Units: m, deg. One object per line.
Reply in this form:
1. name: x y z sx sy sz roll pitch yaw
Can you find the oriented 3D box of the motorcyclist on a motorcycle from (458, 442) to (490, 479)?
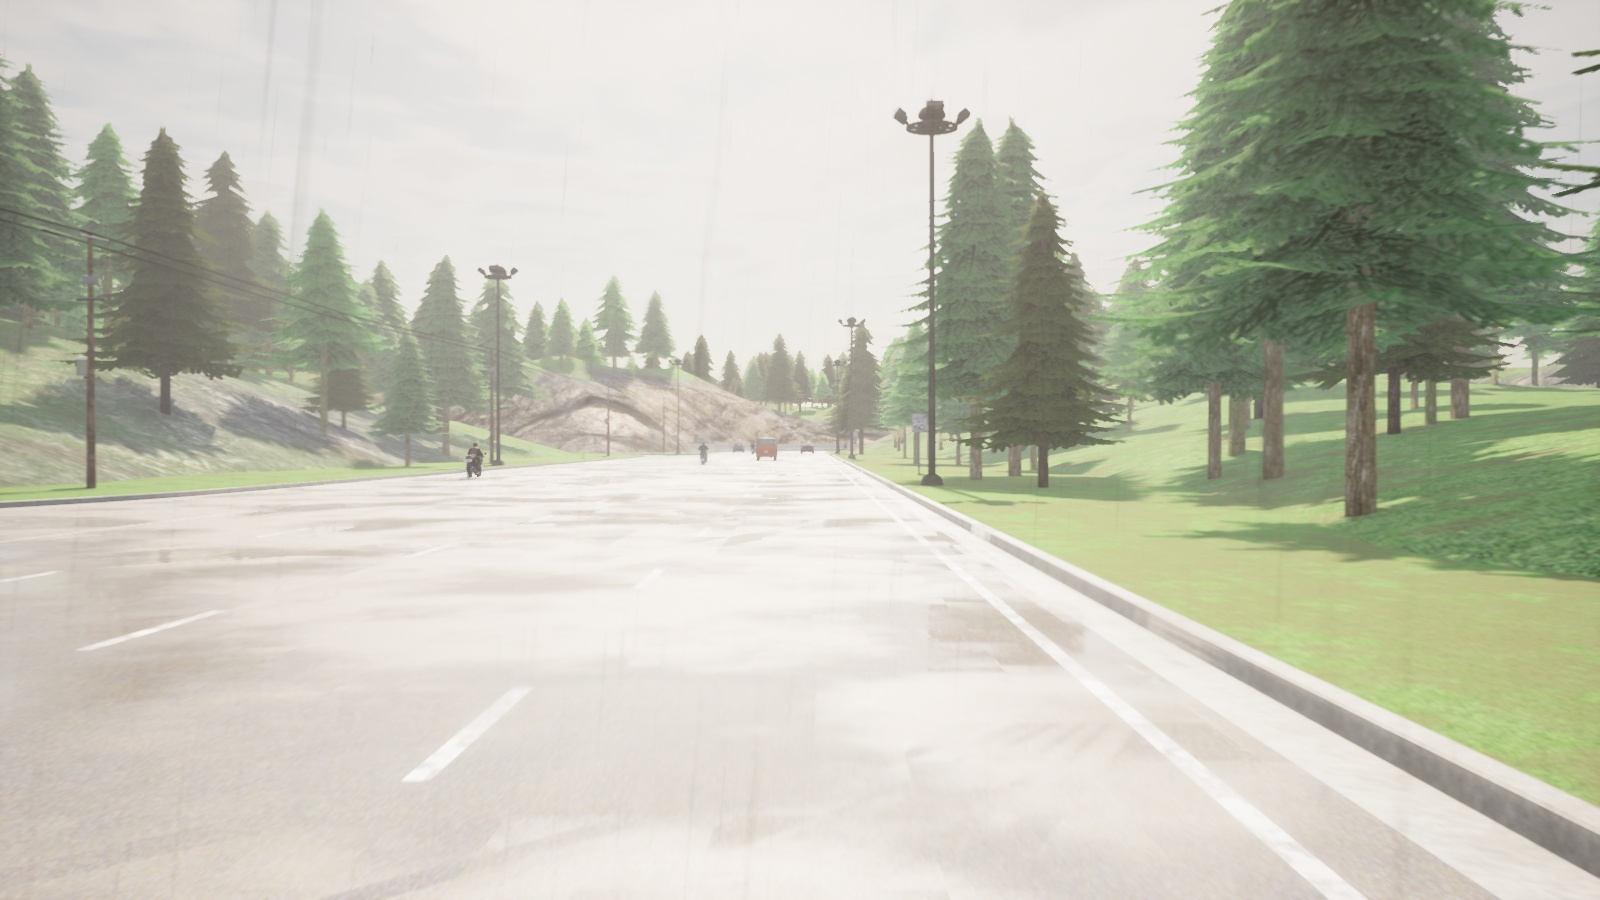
1. motorcyclist on a motorcycle: -13.686 0.421 52.790 0.797 1.523 2.044 0 0 0
